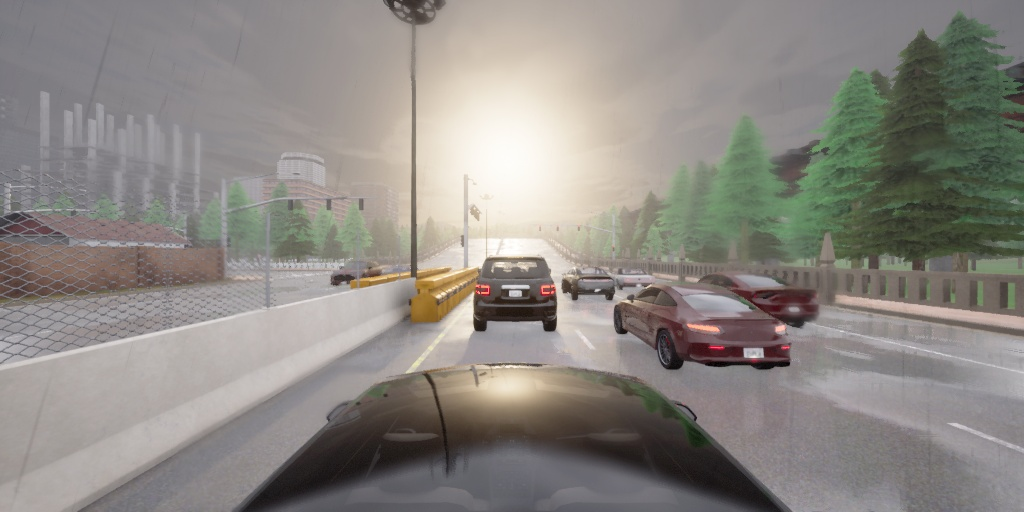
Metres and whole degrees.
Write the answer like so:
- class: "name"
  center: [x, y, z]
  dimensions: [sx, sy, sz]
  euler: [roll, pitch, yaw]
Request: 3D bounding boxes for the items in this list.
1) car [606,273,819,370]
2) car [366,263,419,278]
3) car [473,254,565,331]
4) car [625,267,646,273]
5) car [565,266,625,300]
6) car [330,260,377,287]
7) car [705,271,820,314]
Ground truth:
- class: "car"
  center: [3.592, 1.276, 7.632]
  dimensions: [1.812, 1.442, 4.674]
  euler: [0, 0, 0]
- class: "car"
  center: [-7.063, 1.298, 22.969]
  dimensions: [2.033, 1.411, 5.357]
  euler: [0, 0, 0]
- class: "car"
  center: [0.081, 0.971, 11.072]
  dimensions: [2.150, 2.045, 5.566]
  euler: [0, 0, 0]
- class: "car"
  center: [7.063, 1.351, 22.203]
  dimensions: [1.895, 1.301, 4.718]
  euler: [0, 0, 0]
- class: "car"
  center: [3.573, 1.242, 17.453]
  dimensions: [2.128, 1.511, 4.902]
  euler: [0, 0, 0]
- class: "car"
  center: [-10.553, 1.100, 24.668]
  dimensions: [2.097, 1.767, 4.553]
  euler: [0, 0, 0]
- class: "car"
  center: [7.081, 1.228, 11.480]
  dimensions: [1.882, 1.535, 5.008]
  euler: [0, -1, 0]
